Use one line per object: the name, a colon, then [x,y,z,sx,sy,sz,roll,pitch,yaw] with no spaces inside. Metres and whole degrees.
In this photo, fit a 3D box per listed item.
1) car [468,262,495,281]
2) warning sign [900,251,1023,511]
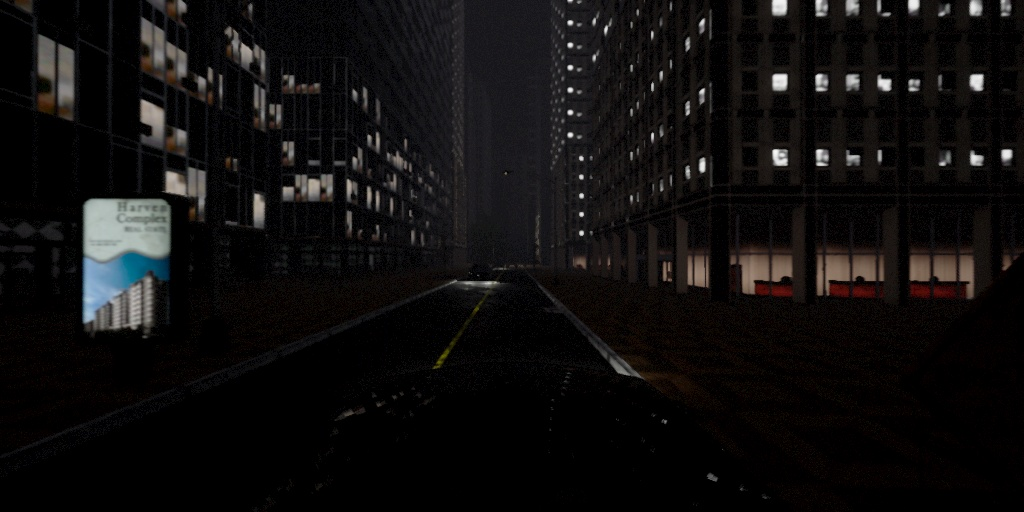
car: [-2.843,1.428,32.464,1.837,1.490,4.892,0,0,0]
warning sign: [2.517,0.866,1.750,1.300,1.860,1.060,0,0,0]
